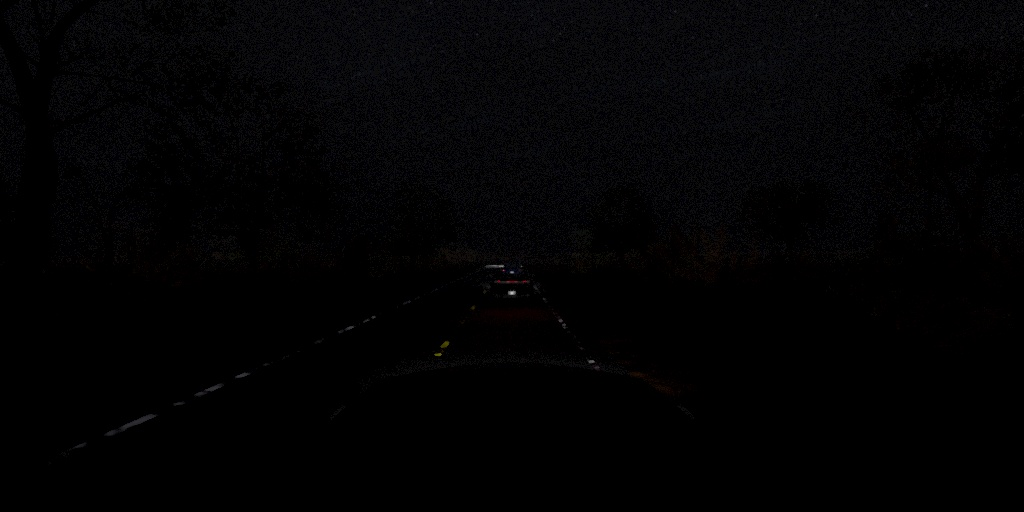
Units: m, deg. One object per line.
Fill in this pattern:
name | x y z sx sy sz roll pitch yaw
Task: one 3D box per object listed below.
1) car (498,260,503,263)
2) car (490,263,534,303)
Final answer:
car | 0.000 1.313 31.543 1.994 1.385 4.181 0 0 0
car | 0.000 1.242 16.542 2.128 1.511 4.902 0 0 0
